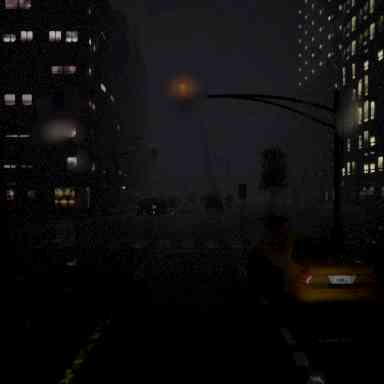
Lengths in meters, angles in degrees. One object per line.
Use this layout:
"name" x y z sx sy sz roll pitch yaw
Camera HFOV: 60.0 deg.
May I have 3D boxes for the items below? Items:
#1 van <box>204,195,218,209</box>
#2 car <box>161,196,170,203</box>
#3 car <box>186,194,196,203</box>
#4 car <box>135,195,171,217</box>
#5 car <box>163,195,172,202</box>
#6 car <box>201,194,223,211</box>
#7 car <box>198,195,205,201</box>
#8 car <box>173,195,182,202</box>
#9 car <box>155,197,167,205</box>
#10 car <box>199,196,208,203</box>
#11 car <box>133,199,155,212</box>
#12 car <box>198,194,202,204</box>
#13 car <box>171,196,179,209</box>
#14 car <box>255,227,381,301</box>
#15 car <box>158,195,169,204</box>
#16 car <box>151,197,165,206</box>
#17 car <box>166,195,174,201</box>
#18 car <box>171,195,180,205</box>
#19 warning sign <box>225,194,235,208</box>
"van" 2.601 1.363 46.003 1.690 1.788 3.998 0 0 0
"car" -5.829 1.648 73.621 1.802 1.307 4.206 0 0 0
"car" -0.128 1.605 69.248 2.033 1.411 5.357 0 0 0
"car" -3.838 1.362 31.641 2.097 1.767 4.553 0 0 10
"car" -5.840 1.516 79.148 1.967 1.590 4.097 0 0 0
"car" 2.611 1.331 40.477 2.192 1.841 5.009 0 0 0
"car" 2.520 1.624 90.386 1.752 1.417 4.829 0 0 0
"car" -3.135 1.400 73.393 1.895 1.301 4.718 0 0 0
"car" -5.809 1.591 62.567 1.887 1.381 4.507 0 0 0
"car" 2.551 1.610 73.637 1.887 1.381 4.507 0 0 0
"car" -5.767 1.567 40.461 2.008 1.369 4.403 0 0 0
"car" 2.570 1.361 62.583 2.192 1.841 5.009 0 0 0
"car" -3.183 1.587 46.400 1.994 1.385 4.181 0 0 0
"car" 2.672 1.526 8.234 1.752 1.417 4.829 0 0 0
"car" -5.820 1.496 68.095 1.967 1.590 4.097 0 0 0
"car" -5.799 1.588 57.041 2.008 1.369 4.403 0 0 0
"car" -5.859 1.623 90.031 1.752 1.417 4.829 0 0 0
"car" -3.186 1.518 58.572 1.882 1.535 5.008 0 1 0
"warning sign" 4.992 1.135 43.738 1.300 1.860 1.060 0 0 0
